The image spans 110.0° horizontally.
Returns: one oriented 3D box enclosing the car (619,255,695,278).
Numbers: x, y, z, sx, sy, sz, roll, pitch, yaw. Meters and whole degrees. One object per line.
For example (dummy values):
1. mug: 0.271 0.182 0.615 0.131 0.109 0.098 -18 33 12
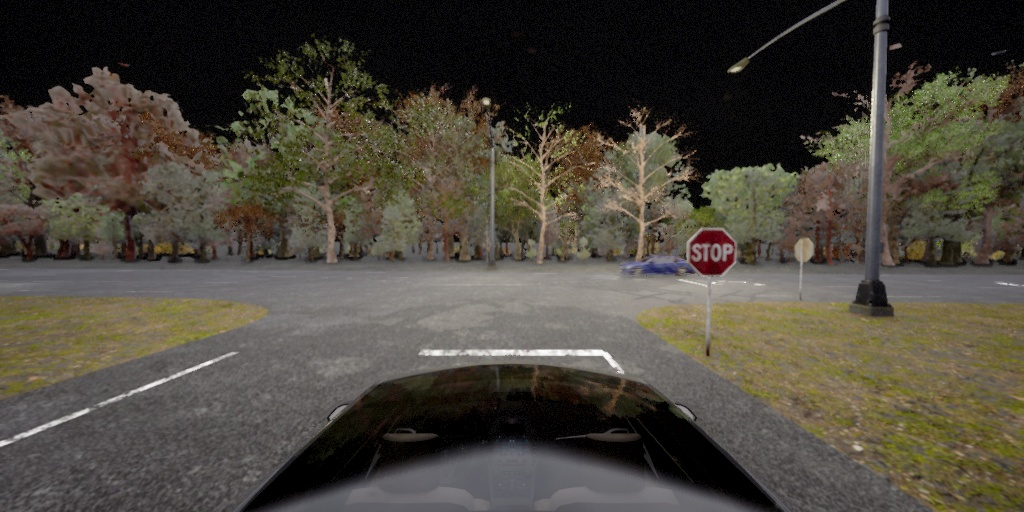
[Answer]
1. car: 9.434 0.685 23.446 4.674 1.442 1.812 0 2 0
